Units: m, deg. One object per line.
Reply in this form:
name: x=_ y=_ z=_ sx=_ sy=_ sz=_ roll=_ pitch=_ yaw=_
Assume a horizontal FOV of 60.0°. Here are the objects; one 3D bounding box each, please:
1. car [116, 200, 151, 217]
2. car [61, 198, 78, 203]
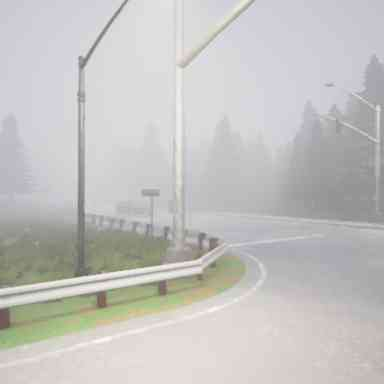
car: x=-5.475 y=1.464 z=31.299 sx=1.882 sy=1.535 sz=5.008 roll=0 pitch=0 yaw=-36
car: x=-18.084 y=1.553 z=49.173 sx=1.994 sy=1.385 sz=4.181 roll=0 pitch=0 yaw=-34
